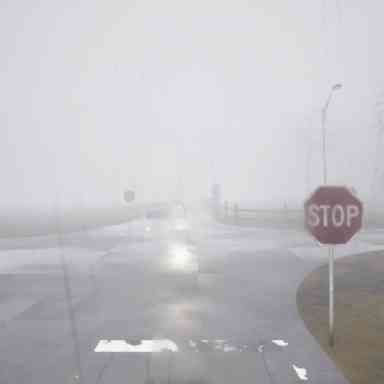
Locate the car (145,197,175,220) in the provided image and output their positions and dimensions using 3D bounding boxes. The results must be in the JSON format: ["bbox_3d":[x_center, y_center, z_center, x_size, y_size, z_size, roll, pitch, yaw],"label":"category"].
[{"bbox_3d":[-2.801,1.520,28.585,1.882,1.535,5.008,0,1,0],"label":"car"}]

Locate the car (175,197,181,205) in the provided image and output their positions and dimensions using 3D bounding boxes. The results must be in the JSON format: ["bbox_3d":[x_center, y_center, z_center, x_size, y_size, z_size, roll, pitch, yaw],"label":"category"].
[{"bbox_3d":[-2.839,1.579,57.388,1.994,1.385,4.181,0,0,0],"label":"car"}]
